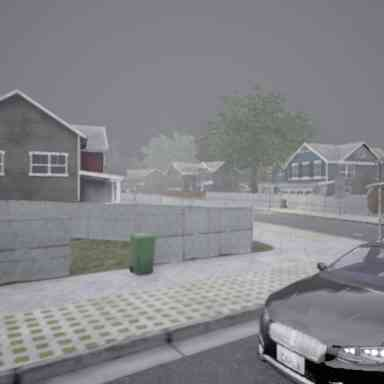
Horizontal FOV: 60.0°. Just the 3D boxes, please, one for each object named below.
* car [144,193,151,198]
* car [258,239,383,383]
[{"bbox_3d":[-7.246,0.871,53.732,2.033,1.411,5.357,0,1,-28],"label":"car"},{"bbox_3d":[3.125,1.475,4.740,4.902,1.511,2.128,0,0,-31],"label":"car"}]
